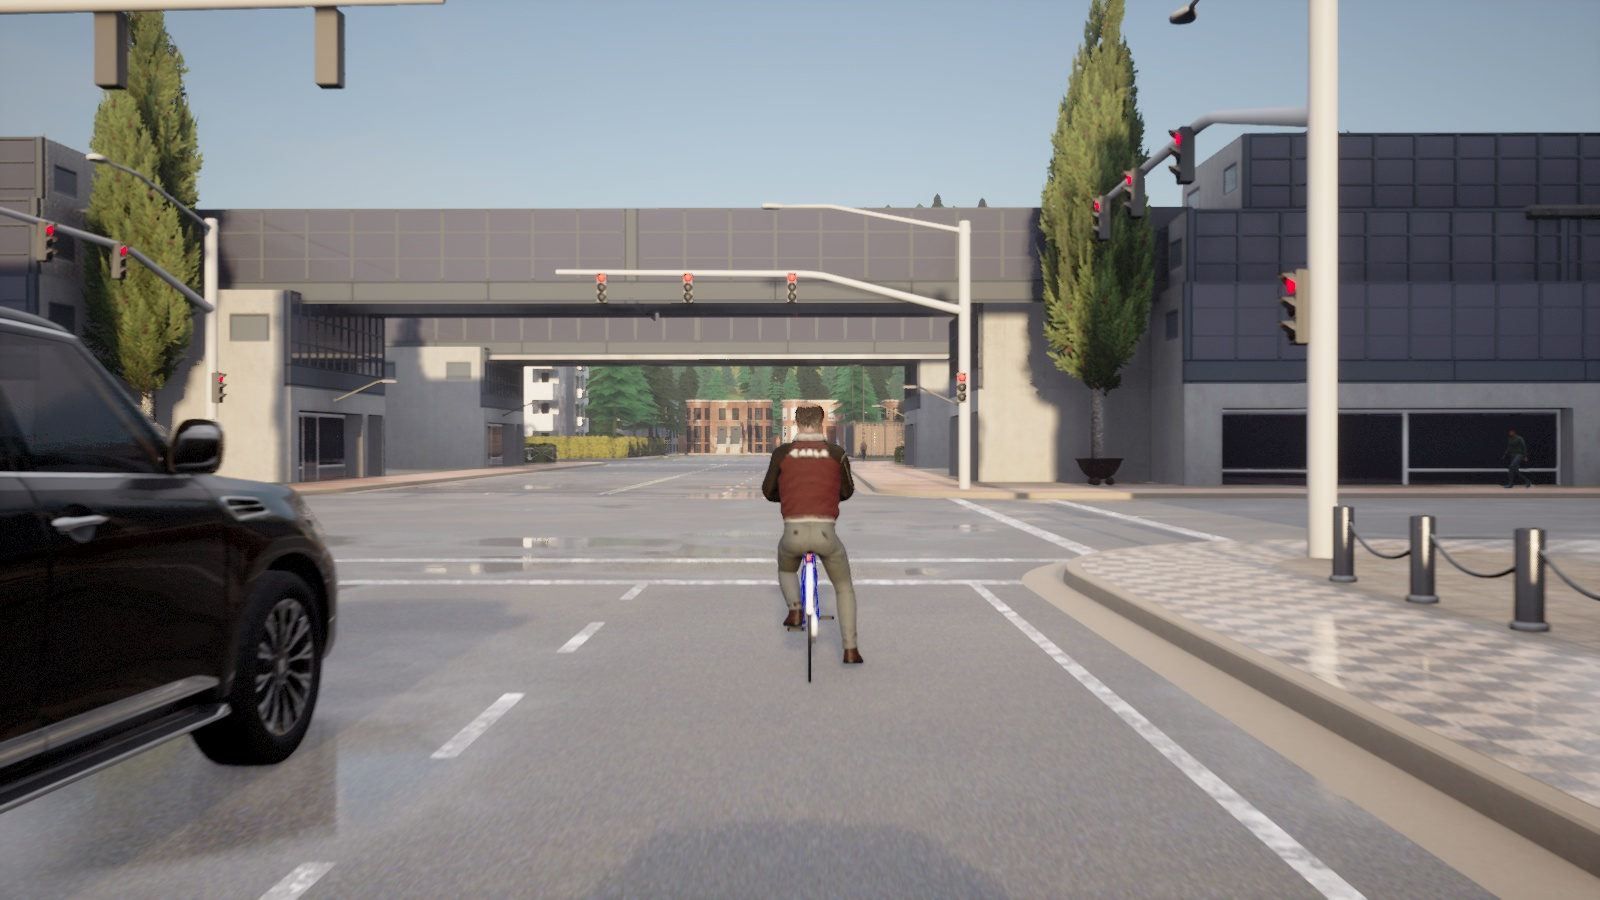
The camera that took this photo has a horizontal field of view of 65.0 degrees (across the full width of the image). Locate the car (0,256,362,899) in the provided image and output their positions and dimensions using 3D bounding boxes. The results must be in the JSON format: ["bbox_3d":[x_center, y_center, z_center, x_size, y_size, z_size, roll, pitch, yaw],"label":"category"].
[{"bbox_3d":[-3.462,0.440,4.013,2.150,2.045,5.566,0,0,0],"label":"car"}]

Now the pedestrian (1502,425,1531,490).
[{"bbox_3d":[20.407,0.220,35.751,0.614,1.847,0.353,0,0,-2],"label":"pedestrian"}]

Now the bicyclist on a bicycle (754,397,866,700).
[{"bbox_3d":[0.063,0.570,8.291,0.659,1.776,1.843,0,1,0],"label":"bicyclist on a bicycle"}]
